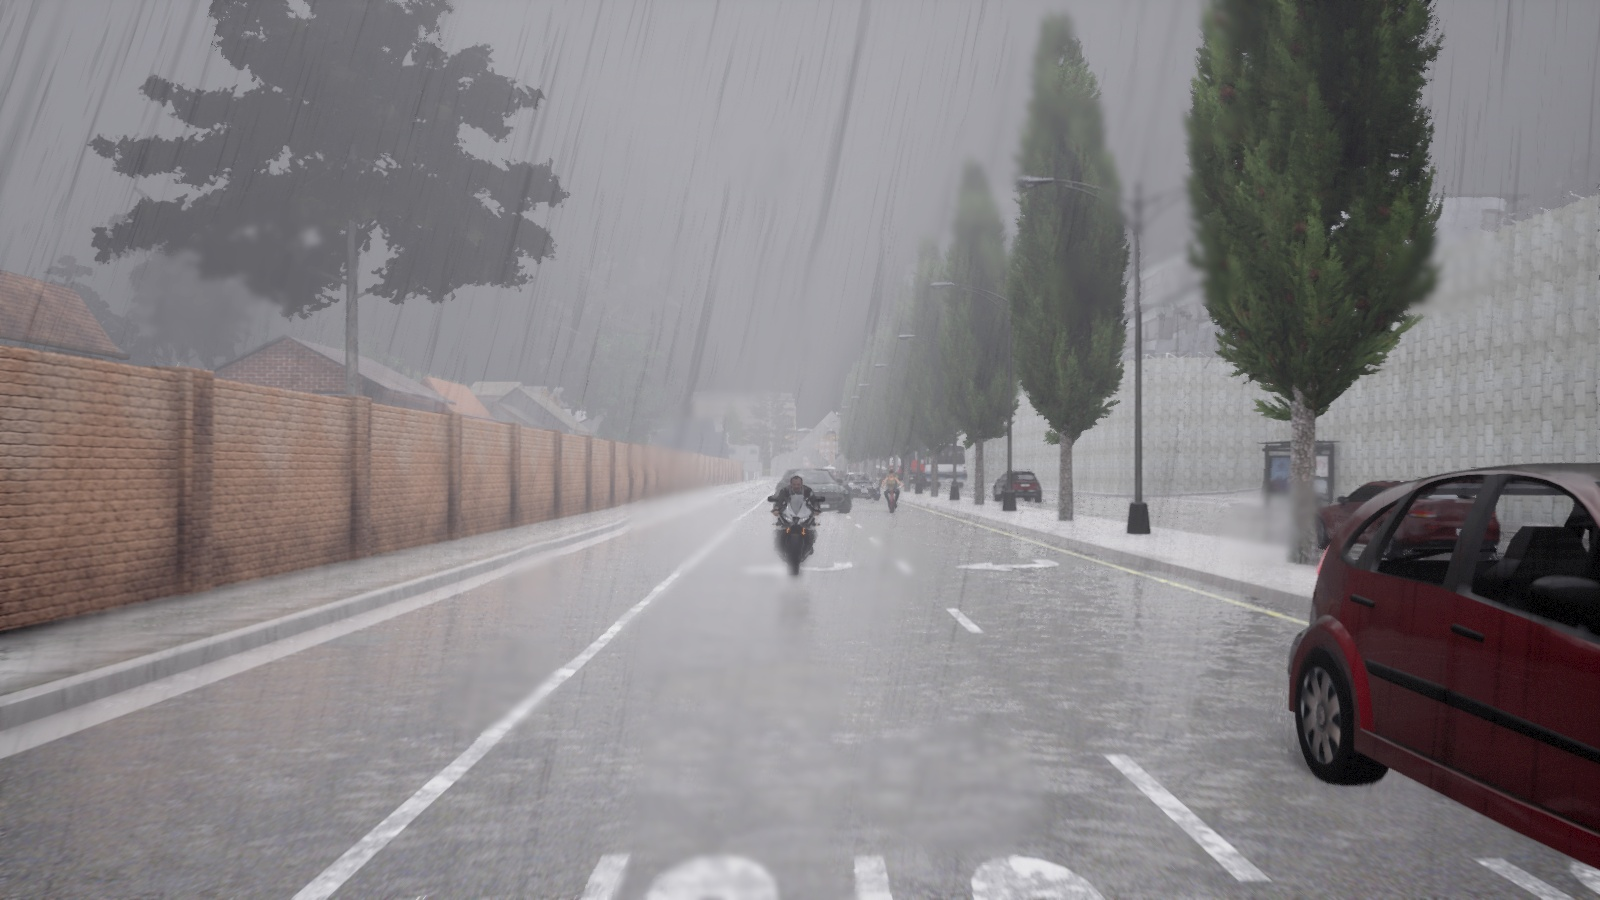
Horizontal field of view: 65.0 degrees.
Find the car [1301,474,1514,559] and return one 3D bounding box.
[{"bbox_3d":[11.441,1.191,24.065,1.812,1.442,4.674,0,-1,0],"label":"car"}]

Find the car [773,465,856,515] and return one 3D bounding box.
[{"bbox_3d":[0.464,1.440,46.588,2.097,1.767,4.553,0,-1,-12],"label":"car"}]

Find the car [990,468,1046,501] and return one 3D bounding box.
[{"bbox_3d":[11.339,1.777,65.633,2.033,1.649,4.856,0,-1,0],"label":"car"}]

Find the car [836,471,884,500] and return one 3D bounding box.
[{"bbox_3d":[3.186,1.880,67.466,1.970,1.475,3.806,0,-1,-6],"label":"car"}]

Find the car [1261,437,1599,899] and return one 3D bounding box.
[{"bbox_3d":[3.487,0.780,4.946,1.851,1.617,3.988,0,-1,0],"label":"car"}]

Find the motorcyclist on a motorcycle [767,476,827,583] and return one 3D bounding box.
[{"bbox_3d":[-0.047,1.166,19.168,0.866,1.530,2.191,0,-1,0],"label":"motorcyclist on a motorcycle"}]
